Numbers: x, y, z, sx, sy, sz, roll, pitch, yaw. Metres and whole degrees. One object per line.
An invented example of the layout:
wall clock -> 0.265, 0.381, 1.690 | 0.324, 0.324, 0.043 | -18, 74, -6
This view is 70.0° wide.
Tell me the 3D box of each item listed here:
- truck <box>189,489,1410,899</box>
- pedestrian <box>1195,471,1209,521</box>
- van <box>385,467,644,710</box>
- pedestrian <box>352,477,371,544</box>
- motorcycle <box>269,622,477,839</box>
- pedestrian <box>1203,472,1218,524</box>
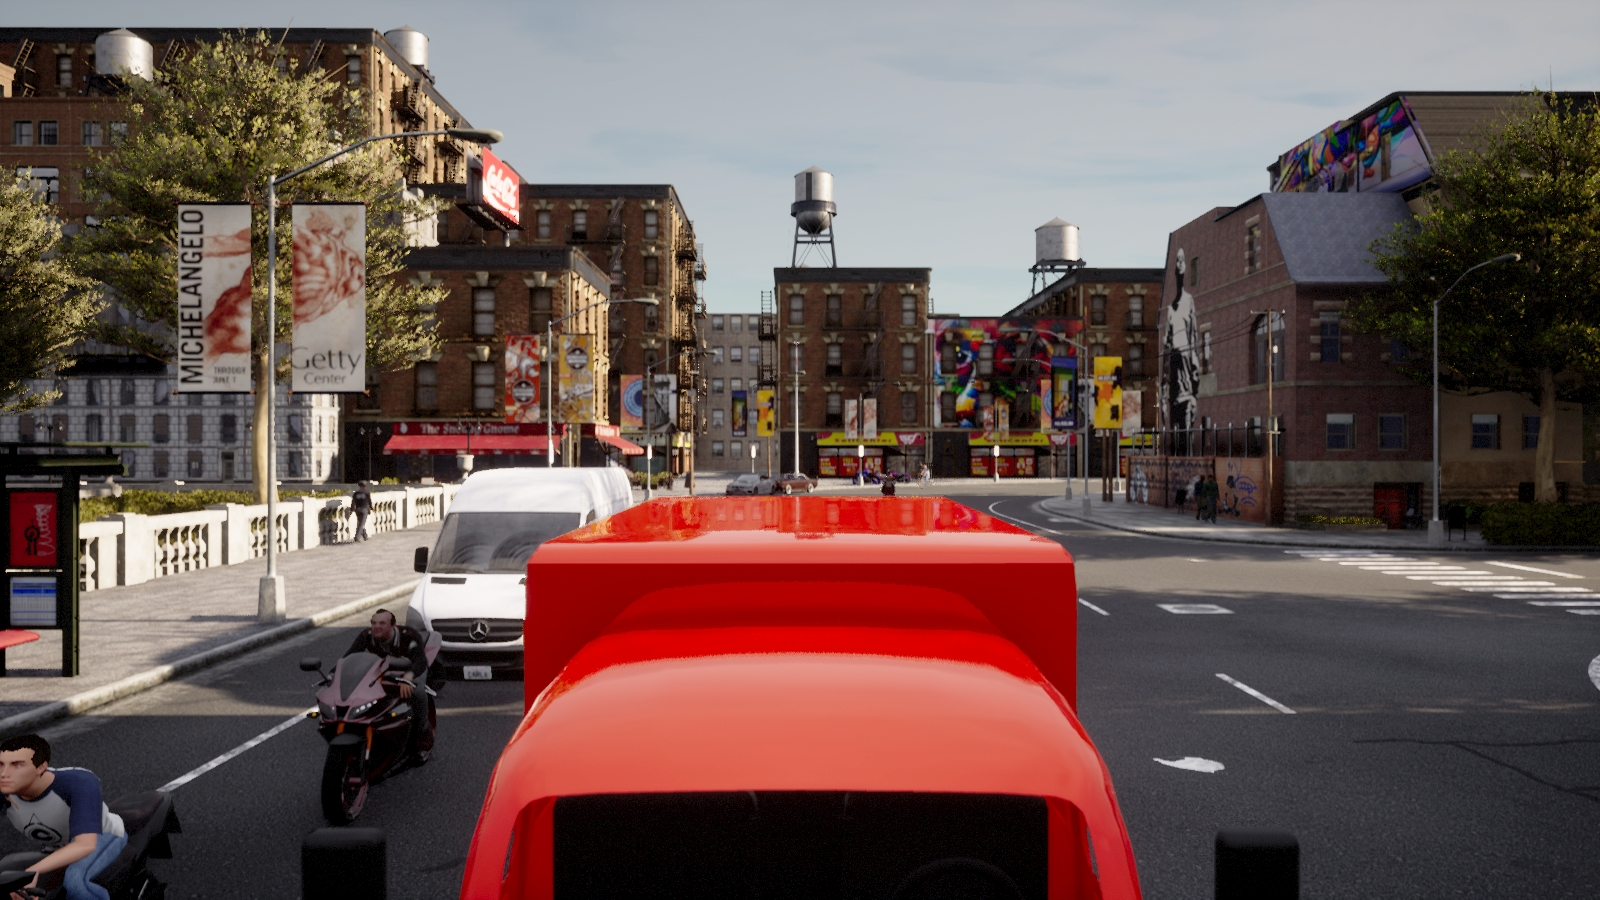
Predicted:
truck -> -0.001, 1.552, 5.087 | 2.627, 2.467, 5.204 | 0, 1, 0
pedestrian -> 15.040, 1.716, 42.728 | 0.375, 1.860, 0.375 | 0, 0, 1
van -> -3.490, 1.543, 15.316 | 1.988, 2.561, 5.915 | 0, 0, 0
pedestrian -> -12.398, 1.712, 32.314 | 0.375, 1.860, 0.375 | 0, 0, -1
motorcycle -> -3.423, 2.210, 9.434 | 0.867, 1.251, 2.209 | 0, 0, 1
pedestrian -> 14.666, 1.716, 40.827 | 0.375, 1.860, 0.375 | 0, 0, -2
